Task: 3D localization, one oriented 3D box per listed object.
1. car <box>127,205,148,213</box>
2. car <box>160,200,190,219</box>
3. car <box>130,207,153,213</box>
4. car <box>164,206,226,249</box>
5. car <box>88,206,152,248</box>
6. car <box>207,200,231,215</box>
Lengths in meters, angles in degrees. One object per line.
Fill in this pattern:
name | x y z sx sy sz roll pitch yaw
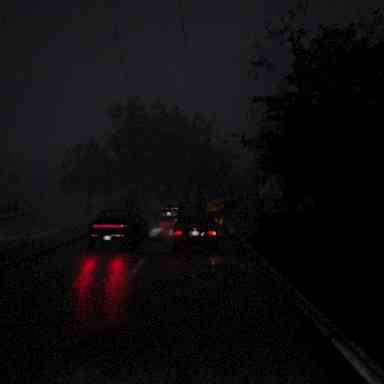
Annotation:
car | -13.159 4.089 79.816 4.553 1.767 2.097 1 -4 -22
car | -1.440 1.523 29.653 1.837 1.490 4.892 -1 0 11
car | -12.716 4.487 83.338 5.357 1.411 2.033 1 -4 -18
car | 0.168 1.551 14.649 2.033 1.411 5.357 0 0 1
car | -3.089 1.493 14.723 2.128 1.511 4.902 0 0 1
car | 2.731 1.498 33.333 1.882 1.535 5.008 -1 -2 14
